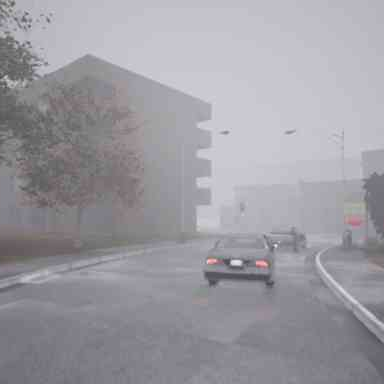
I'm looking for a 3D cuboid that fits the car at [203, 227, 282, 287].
[{"bbox_3d":[1.677,1.966,10.500,2.033,1.411,5.357,-1,-5,14],"label":"car"}]

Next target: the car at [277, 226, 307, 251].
[{"bbox_3d":[6.287,2.991,21.872,2.128,1.511,4.902,-1,-6,28],"label":"car"}]
